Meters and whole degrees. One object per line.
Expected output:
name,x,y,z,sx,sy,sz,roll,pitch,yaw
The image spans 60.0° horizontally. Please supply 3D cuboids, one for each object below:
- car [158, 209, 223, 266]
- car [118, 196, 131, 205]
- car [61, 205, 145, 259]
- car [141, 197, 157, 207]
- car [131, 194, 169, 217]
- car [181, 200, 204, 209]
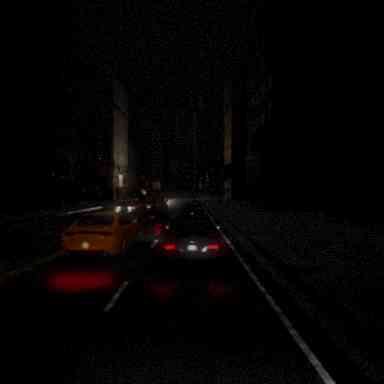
car,0.022,1.539,11.408,2.033,1.411,5.357,0,0,0
car,-9.807,1.392,50.224,1.882,1.535,5.008,0,0,0
car,-3.214,1.468,12.614,1.882,1.535,5.008,0,0,1
car,-6.555,1.439,50.711,1.812,1.442,4.674,0,0,1
car,-3.217,1.189,27.493,2.150,2.045,5.566,0,0,1
car,0.045,1.456,28.557,2.128,1.511,4.902,0,0,1
